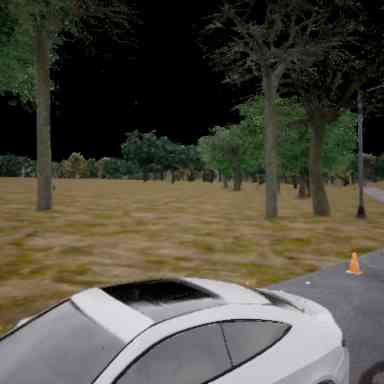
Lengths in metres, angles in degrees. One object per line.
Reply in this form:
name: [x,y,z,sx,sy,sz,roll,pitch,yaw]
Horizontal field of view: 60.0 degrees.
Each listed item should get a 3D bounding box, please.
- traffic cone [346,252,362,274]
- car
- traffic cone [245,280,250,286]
traffic cone: [4.737,2.045,9.693,0.340,0.580,0.340,0,-1,-43]
car: [-0.513,1.543,2.651,4.674,1.442,1.812,1,-1,-37]
traffic cone: [1.085,2.013,6.507,0.340,0.580,0.340,1,-1,-40]
